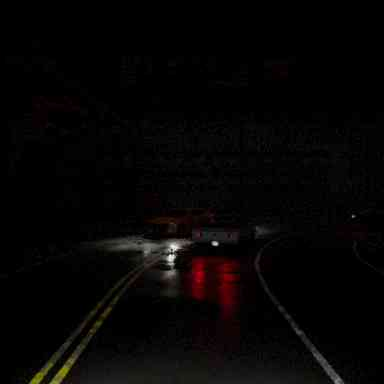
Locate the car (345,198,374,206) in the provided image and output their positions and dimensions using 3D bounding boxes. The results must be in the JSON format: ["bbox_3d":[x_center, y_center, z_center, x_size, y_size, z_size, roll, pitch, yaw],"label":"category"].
[{"bbox_3d":[33.864,1.977,67.394,2.038,1.542,4.974,0,-1,-34],"label":"car"}]

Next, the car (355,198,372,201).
[{"bbox_3d":[33.893,1.819,67.352,1.853,1.218,4.536,0,-1,-34],"label":"car"}]

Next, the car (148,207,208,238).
[{"bbox_3d":[-0.473,1.626,19.003,1.882,1.535,5.008,-1,-1,31],"label":"car"}]

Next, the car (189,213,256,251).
[{"bbox_3d":[1.636,1.717,14.919,1.895,1.301,4.718,0,0,19],"label":"car"}]

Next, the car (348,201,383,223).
[{"bbox_3d":[15.091,1.741,27.637,4.674,1.442,1.812,0,-1,-23],"label":"car"}]

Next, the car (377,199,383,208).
[{"bbox_3d":[29.355,1.668,47.845,1.853,1.218,4.536,0,-1,-29],"label":"car"}]
